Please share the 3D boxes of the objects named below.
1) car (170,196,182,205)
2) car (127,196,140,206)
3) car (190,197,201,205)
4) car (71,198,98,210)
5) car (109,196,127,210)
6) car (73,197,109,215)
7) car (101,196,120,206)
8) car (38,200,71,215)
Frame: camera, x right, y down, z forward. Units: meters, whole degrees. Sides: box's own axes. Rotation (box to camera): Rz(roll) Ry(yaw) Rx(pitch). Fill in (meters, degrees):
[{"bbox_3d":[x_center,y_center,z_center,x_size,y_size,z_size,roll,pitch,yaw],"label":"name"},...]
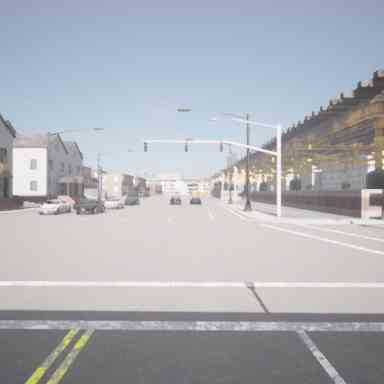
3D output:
[{"bbox_3d":[-2.855,1.485,58.997,2.128,1.511,4.902,0,0,1],"label":"car"},{"bbox_3d":[-10.016,1.471,55.546,1.882,1.535,5.008,0,0,2],"label":"car"},{"bbox_3d":[0.644,1.557,58.921,1.994,1.385,4.181,0,0,1],"label":"car"},{"bbox_3d":[-13.792,1.559,42.954,1.994,1.385,4.181,0,0,2],"label":"car"},{"bbox_3d":[-10.275,1.521,43.778,1.812,1.442,4.674,0,0,1],"label":"car"},{"bbox_3d":[-10.485,1.501,34.541,1.837,1.490,4.892,0,0,1],"label":"car"},{"bbox_3d":[-13.516,1.498,55.415,1.837,1.490,4.892,0,0,1],"label":"car"},{"bbox_3d":[-13.993,1.522,34.244,1.812,1.442,4.674,0,0,1],"label":"car"}]
